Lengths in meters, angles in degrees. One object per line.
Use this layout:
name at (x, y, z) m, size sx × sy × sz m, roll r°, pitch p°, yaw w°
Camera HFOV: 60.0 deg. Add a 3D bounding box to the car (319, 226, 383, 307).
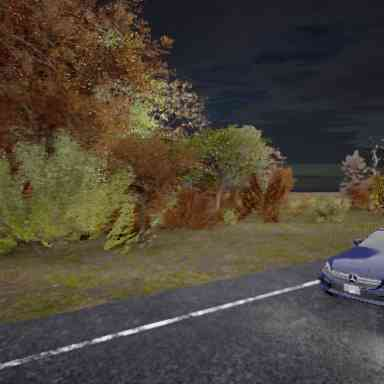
car at (4.788, 1.470, 7.297) m, size 4.674 × 1.442 × 1.812 m, roll 0°, pitch 0°, yaw -35°
